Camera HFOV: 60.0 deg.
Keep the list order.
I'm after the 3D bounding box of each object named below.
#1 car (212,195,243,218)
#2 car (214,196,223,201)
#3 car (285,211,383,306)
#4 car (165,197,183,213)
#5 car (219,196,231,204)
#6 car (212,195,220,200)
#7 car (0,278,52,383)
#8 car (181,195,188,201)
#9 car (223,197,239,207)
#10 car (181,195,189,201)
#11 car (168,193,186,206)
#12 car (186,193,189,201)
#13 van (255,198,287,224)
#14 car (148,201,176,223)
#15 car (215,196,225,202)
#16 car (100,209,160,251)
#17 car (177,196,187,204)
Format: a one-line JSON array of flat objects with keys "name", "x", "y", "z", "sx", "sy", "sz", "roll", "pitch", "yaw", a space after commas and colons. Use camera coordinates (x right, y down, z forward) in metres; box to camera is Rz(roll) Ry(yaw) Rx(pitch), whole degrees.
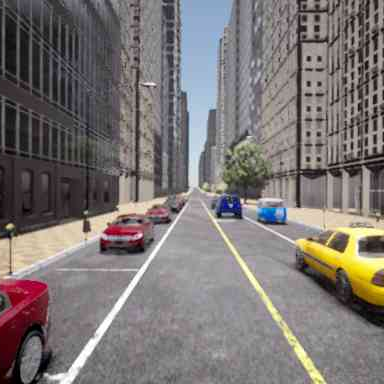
[{"name": "car", "x": 3.336, "y": 1.257, "z": 30.721, "sx": 2.150, "sy": 2.045, "sz": 5.566, "roll": 0, "pitch": 0, "yaw": 1}, {"name": "car", "x": 6.547, "y": 1.611, "z": 82.186, "sx": 1.802, "sy": 1.307, "sz": 4.206, "roll": 0, "pitch": 0, "yaw": 1}, {"name": "car", "x": 3.970, "y": 1.488, "z": 8.131, "sx": 1.801, "sy": 1.575, "sz": 5.366, "roll": 0, "pitch": 0, "yaw": 1}, {"name": "car", "x": -2.319, "y": 1.559, "z": 36.702, "sx": 1.947, "sy": 1.339, "sz": 4.313, "roll": 0, "pitch": 0, "yaw": 1}, {"name": "car", "x": 6.365, "y": 1.594, "z": 65.095, "sx": 2.008, "sy": 1.369, "sz": 4.403, "roll": 0, "pitch": 0, "yaw": 1}, {"name": "car", "x": 6.669, "y": 1.581, "z": 93.579, "sx": 1.947, "sy": 1.339, "sz": 4.313, "roll": 0, "pitch": 0, "yaw": 1}, {"name": "car", "x": -2.684, "y": 1.528, "z": 2.522, "sx": 1.887, "sy": 1.381, "sz": 4.507, "roll": 0, "pitch": 0, "yaw": 1}, {"name": "car", "x": -1.834, "y": 1.496, "z": 82.106, "sx": 1.752, "sy": 1.417, "sz": 4.829, "roll": 0, "pitch": 0, "yaw": 1}, {"name": "car", "x": 6.243, "y": 1.599, "z": 53.702, "sx": 2.008, "sy": 1.369, "sz": 4.403, "roll": 0, "pitch": 0, "yaw": 1}, {"name": "car", "x": -1.771, "y": 1.529, "z": 87.972, "sx": 1.947, "sy": 1.339, "sz": 4.313, "roll": 0, "pitch": 0, "yaw": 1}, {"name": "car", "x": -2.257, "y": 1.308, "z": 42.398, "sx": 2.192, "sy": 1.841, "sz": 5.009, "roll": 0, "pitch": 0, "yaw": 1}, {"name": "car", "x": -2.136, "y": 1.305, "z": 53.792, "sx": 2.192, "sy": 1.841, "sz": 5.009, "roll": 0, "pitch": 0, "yaw": 1}, {"name": "van", "x": 5.940, "y": 1.393, "z": 25.219, "sx": 1.690, "sy": 1.788, "sz": 3.998, "roll": 0, "pitch": 0, "yaw": 1}, {"name": "car", "x": -2.442, "y": 1.575, "z": 25.309, "sx": 1.802, "sy": 1.307, "sz": 4.206, "roll": 0, "pitch": 0, "yaw": 1}, {"name": "car", "x": 6.487, "y": 1.585, "z": 76.489, "sx": 2.008, "sy": 1.369, "sz": 4.403, "roll": 0, "pitch": 0, "yaw": 1}, {"name": "car", "x": -2.563, "y": 1.571, "z": 13.915, "sx": 1.802, "sy": 1.307, "sz": 4.206, "roll": 0, "pitch": 0, "yaw": 1}, {"name": "car", "x": -2.015, "y": 1.566, "z": 65.186, "sx": 1.802, "sy": 1.307, "sz": 4.206, "roll": 0, "pitch": 0, "yaw": 1}]
